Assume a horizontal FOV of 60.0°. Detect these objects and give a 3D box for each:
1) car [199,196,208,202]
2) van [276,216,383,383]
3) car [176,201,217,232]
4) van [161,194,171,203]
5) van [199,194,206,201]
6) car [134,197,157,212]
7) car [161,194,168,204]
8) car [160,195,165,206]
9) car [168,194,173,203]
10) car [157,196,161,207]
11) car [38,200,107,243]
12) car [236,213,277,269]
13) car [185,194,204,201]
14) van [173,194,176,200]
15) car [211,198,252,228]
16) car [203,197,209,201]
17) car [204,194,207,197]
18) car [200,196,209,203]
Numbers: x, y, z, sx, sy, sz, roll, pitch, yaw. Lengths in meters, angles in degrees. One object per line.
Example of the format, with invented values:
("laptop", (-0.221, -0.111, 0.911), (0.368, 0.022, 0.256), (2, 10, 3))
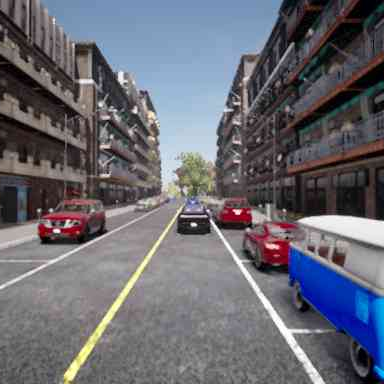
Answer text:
("car", (2.720, 1.629, 78.718), (1.947, 1.339, 4.313), (1, 0, 0))
("van", (2.705, 1.344, 5.115), (1.690, 1.788, 3.998), (1, 0, 0))
("car", (0.103, 1.505, 19.986), (2.128, 1.511, 4.902), (0, 0, 0))
("van", (-5.666, 1.399, 73.095), (1.690, 1.788, 3.998), (1, 0, 0))
("van", (2.702, 1.410, 84.379), (1.690, 1.788, 3.998), (1, 0, 0))
("car", (-5.673, 1.577, 39.125), (2.008, 1.369, 4.403), (1, 0, 0))
("car", (-5.670, 1.481, 56.111), (1.967, 1.590, 4.097), (1, 0, 0))
("car", (-5.672, 1.581, 50.448), (1.887, 1.381, 4.507), (1, 0, 0))
("car", (-5.666, 1.367, 67.434), (2.192, 1.841, 5.009), (1, 0, 0))
("car", (-5.673, 1.556, 44.618), (1.752, 1.417, 4.829), (1, 0, 0))
("car", (-5.673, 1.326, 16.479), (2.192, 1.841, 5.009), (1, 0, 0))
("car", (2.702, 1.588, 10.776), (1.802, 1.307, 4.206), (1, 0, 0))
("car", (0.106, 1.383, 44.347), (2.097, 1.767, 4.553), (0, 0, 0))
("van", (-5.664, 1.417, 90.080), (1.690, 1.788, 3.998), (1, 0, 0))
("car", (2.708, 1.329, 22.099), (2.192, 1.841, 5.009), (1, 0, 0))
("car", (2.707, 1.577, 39.085), (2.008, 1.369, 4.403), (1, 0, 0))
("car", (2.712, 1.577, 67.564), (1.752, 1.417, 4.829), (1, 0, 0))
("car", (2.715, 1.602, 73.055), (1.887, 1.381, 4.507), (1, 0, 0))
